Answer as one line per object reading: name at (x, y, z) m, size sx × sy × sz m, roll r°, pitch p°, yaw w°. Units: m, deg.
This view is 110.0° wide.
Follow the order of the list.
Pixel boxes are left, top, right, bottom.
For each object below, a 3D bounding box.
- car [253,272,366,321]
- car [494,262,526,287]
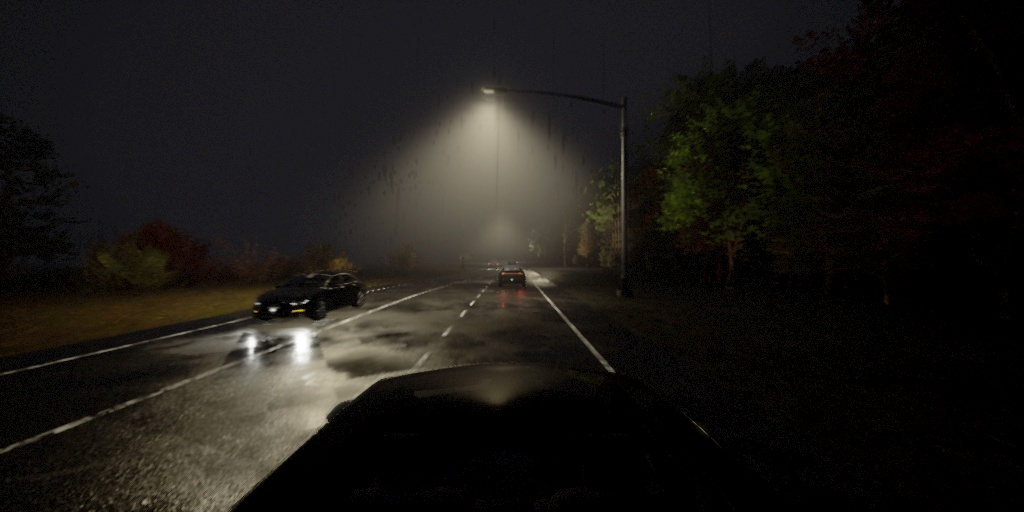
car at (-6.955, 1.342, 12.902) m, size 1.837 × 1.490 × 4.892 m, roll 0°, pitch 0°, yaw 1°
car at (-0.005, 1.395, 26.397) m, size 2.128 × 1.511 × 4.902 m, roll 0°, pitch 0°, yaw 0°
